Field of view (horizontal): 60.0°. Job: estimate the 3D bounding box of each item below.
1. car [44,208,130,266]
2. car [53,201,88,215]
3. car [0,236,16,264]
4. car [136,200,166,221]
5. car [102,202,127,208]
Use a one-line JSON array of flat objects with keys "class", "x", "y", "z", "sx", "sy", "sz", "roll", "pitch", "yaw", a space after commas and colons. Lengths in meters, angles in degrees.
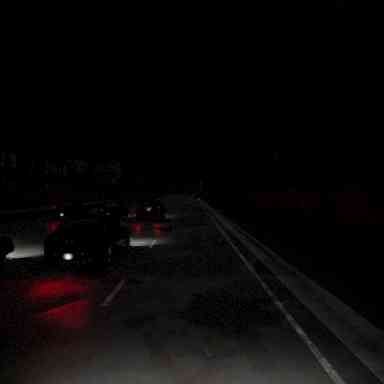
[{"class": "car", "x": -3.417, "y": 1.537, "z": 11.624, "sx": 1.837, "sy": 1.490, "sz": 4.892, "roll": 0, "pitch": 0, "yaw": 0}, {"class": "car", "x": -10.405, "y": 1.584, "z": 29.006, "sx": 1.837, "sy": 1.490, "sz": 4.892, "roll": 0, "pitch": 0, "yaw": 0}, {"class": "car", "x": -6.933, "y": 1.572, "z": 8.826, "sx": 2.033, "sy": 1.411, "sz": 5.357, "roll": 0, "pitch": 0, "yaw": 0}, {"class": "car", "x": -3.408, "y": 1.430, "z": 28.458, "sx": 2.097, "sy": 1.767, "sz": 4.553, "roll": 0, "pitch": 0, "yaw": 0}, {"class": "car", "x": -6.910, "y": 1.607, "z": 29.726, "sx": 1.812, "sy": 1.442, "sz": 4.674, "roll": 0, "pitch": 0, "yaw": 0}]
